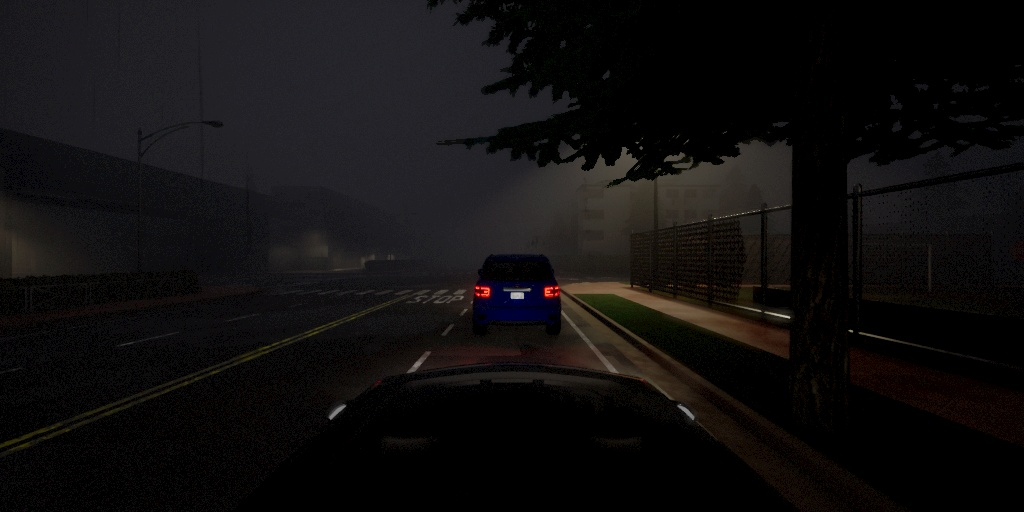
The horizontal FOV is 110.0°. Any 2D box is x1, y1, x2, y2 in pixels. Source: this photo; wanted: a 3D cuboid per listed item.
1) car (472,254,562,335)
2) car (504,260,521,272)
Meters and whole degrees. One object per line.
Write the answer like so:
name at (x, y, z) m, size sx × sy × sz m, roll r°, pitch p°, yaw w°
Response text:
car at (0.125, 0.972, 10.609) m, size 2.150 × 2.045 × 5.566 m, roll 0°, pitch 0°, yaw 0°
car at (0.068, 1.242, 46.451) m, size 2.128 × 1.511 × 4.902 m, roll 0°, pitch 0°, yaw -1°
